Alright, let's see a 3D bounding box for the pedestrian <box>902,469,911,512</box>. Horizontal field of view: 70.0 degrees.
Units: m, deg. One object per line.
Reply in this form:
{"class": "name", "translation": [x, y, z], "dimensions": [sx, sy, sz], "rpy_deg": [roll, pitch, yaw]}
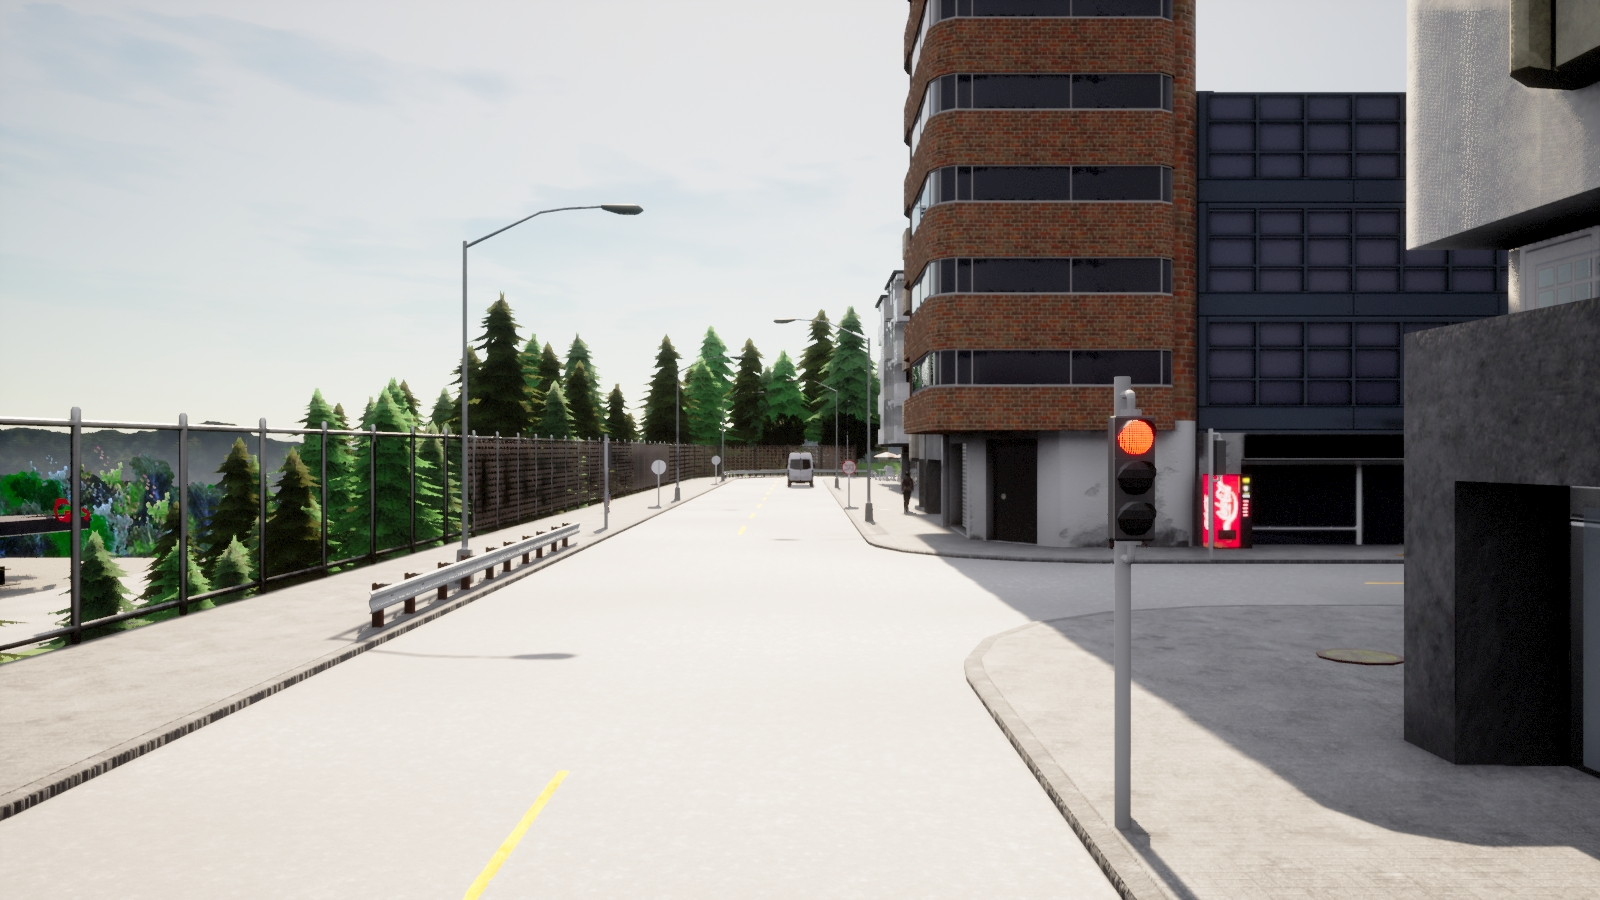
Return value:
{"class": "pedestrian", "translation": [4.551, 1.725, 48.771], "dimensions": [0.375, 1.860, 0.375], "rpy_deg": [0, 0, 2]}

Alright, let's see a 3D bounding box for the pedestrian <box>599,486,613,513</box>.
{"class": "pedestrian", "translation": [-8.236, 2.106, 48.541], "dimensions": [0.500, 1.100, 0.500], "rpy_deg": [0, 0, 0]}
